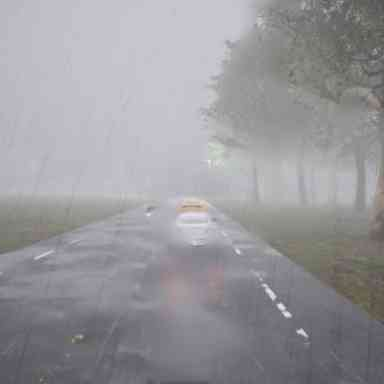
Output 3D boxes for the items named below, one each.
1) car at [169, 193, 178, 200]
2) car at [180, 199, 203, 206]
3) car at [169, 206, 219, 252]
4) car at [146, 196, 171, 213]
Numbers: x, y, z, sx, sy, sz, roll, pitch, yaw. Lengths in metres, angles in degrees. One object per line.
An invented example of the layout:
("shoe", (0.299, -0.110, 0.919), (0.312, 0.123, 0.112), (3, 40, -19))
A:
("car", (-4.249, 1.004, 76.657), (2.033, 1.411, 5.357), (0, 0, -1))
("car", (-0.024, 1.374, 29.610), (1.882, 1.535, 5.008), (0, 0, 0))
("car", (0.065, 1.507, 13.685), (1.812, 1.442, 4.674), (0, 0, 0))
("car", (-3.763, 1.406, 35.880), (2.033, 1.411, 5.357), (0, 0, 0))
